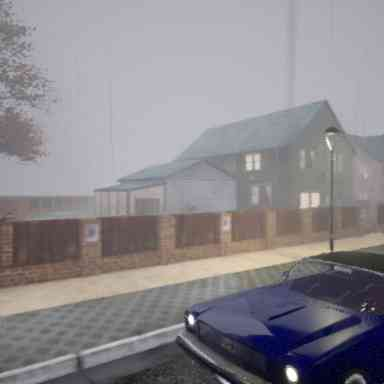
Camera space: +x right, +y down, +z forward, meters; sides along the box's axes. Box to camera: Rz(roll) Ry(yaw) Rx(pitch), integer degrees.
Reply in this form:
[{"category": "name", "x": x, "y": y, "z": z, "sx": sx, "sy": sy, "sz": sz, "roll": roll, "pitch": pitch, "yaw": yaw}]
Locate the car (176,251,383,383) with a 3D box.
[{"category": "car", "x": 2.154, "y": 1.600, "z": 4.593, "sx": 4.718, "sy": 1.301, "sz": 1.895, "roll": 0, "pitch": 0, "yaw": -35}]
